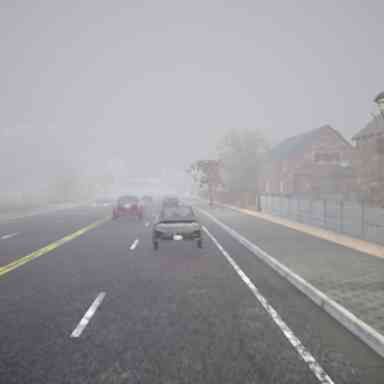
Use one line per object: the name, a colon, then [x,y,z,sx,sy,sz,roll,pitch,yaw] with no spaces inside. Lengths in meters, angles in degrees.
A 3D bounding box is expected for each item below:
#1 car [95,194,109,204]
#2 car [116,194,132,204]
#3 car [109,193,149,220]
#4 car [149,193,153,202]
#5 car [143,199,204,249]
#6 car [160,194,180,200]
car: [-13.680,1.044,51.371,1.812,1.442,4.674,-1,1,-6]
car: [-10.435,0.988,51.563,1.994,1.385,4.181,-1,1,-6]
car: [-4.683,1.055,25.353,2.097,1.767,4.553,-1,1,-4]
car: [-7.327,0.851,53.905,1.812,1.442,4.674,-1,1,-6]
car: [-0.616,1.296,13.661,2.128,1.511,4.902,-1,1,-3]
car: [-2.389,0.993,36.907,1.837,1.490,4.892,-1,1,-5]
